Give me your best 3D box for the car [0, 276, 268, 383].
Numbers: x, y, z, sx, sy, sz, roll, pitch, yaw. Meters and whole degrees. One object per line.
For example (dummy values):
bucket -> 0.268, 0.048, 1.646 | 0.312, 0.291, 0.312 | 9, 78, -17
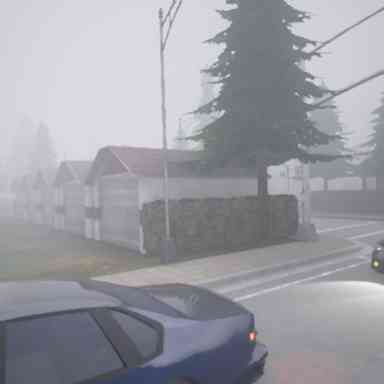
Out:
car -> -1.782, 1.563, 2.705 | 5.357, 1.411, 2.033 | -1, 0, -34

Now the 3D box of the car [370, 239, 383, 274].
car -> 6.299, 1.330, 8.373 | 4.181, 1.385, 1.994 | -1, 0, -37
